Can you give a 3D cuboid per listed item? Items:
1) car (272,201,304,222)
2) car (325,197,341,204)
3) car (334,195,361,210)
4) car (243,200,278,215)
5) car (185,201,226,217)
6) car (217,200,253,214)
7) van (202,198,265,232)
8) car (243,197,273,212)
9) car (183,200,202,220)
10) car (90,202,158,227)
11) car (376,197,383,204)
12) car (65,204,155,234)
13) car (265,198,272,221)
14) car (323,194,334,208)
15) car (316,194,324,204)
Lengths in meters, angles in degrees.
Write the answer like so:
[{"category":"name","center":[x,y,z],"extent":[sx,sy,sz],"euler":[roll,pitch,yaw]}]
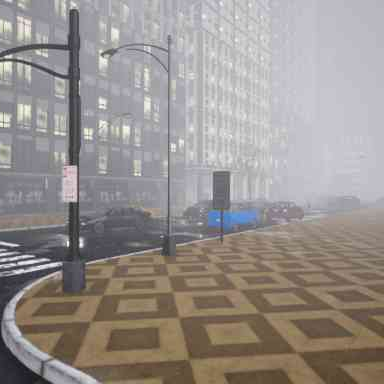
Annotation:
[{"category":"car","center":[7.570,1.473,26.882],"extent":[1.967,1.590,4.097],"euler":[0,0,38]},{"category":"car","center":[28.445,1.625,66.977],"extent":[2.008,1.369,4.403],"euler":[0,0,38]},{"category":"car","center":[21.131,1.369,44.529],"extent":[2.192,1.841,5.009],"euler":[0,0,38]},{"category":"car","center":[7.307,1.594,35.406],"extent":[1.994,1.385,4.181],"euler":[0,0,38]},{"category":"car","center":[1.322,1.604,31.685],"extent":[1.802,1.307,4.206],"euler":[0,0,38]},{"category":"car","center":[4.713,1.571,36.097],"extent":[1.887,1.381,4.507],"euler":[0,0,38]},{"category":"van","center":[2.613,1.368,20.250],"extent":[1.690,1.788,3.998],"euler":[0,0,38]},{"category":"car","center":[8.103,1.471,40.508],"extent":[1.967,1.590,4.097],"euler":[0,0,38]},{"category":"car","center":[1.262,1.375,27.552],"extent":[2.097,1.767,4.553],"euler":[0,0,38]},{"category":"car","center":[-4.780,1.540,23.958],"extent":[1.752,1.417,4.829],"euler":[0,0,38]},{"category":"car","center":[38.082,1.659,66.585],"extent":[1.947,1.339,4.313],"euler":[0,0,38]},{"category":"car","center":[-4.711,1.564,19.788],"extent":[2.033,1.411,5.357],"euler":[0,0,38]},{"category":"car","center":[4.117,1.519,26.434],"extent":[2.128,1.511,4.902],"euler":[0,0,38]},{"category":"car","center":[21.466,1.407,49.010],"extent":[2.097,1.767,4.553],"euler":[0,0,38]},{"category":"car","center":[25.055,1.381,62.566],"extent":[2.192,1.841,5.009],"euler":[0,0,38]}]
